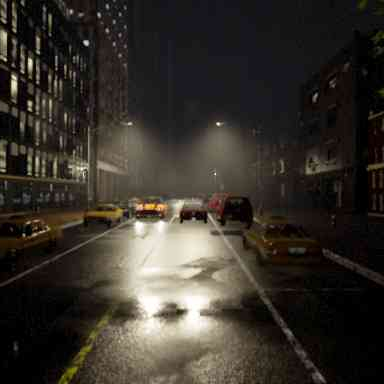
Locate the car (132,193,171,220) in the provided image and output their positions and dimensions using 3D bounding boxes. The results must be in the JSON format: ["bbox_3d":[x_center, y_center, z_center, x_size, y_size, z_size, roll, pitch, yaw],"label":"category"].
[{"bbox_3d":[-3.088,1.168,26.074,2.097,1.767,4.553,0,0,0],"label":"car"}]

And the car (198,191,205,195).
[{"bbox_3d":[2.746,0.639,88.342,2.192,1.841,5.009,1,0,0],"label":"car"}]

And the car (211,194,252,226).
[{"bbox_3d":[2.715,1.163,21.792,2.192,1.841,5.009,1,0,0],"label":"car"}]

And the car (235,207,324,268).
[{"bbox_3d":[2.707,1.450,10.872,1.752,1.417,4.829,1,0,0],"label":"car"}]

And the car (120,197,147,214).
[{"bbox_3d":[-5.664,1.294,32.718,1.752,1.417,4.829,1,0,0],"label":"car"}]

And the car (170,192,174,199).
[{"bbox_3d":[-5.646,1.027,71.707,1.947,1.339,4.313,1,0,0],"label":"car"}]

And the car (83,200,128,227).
[{"bbox_3d":[-5.669,1.374,21.625,1.752,1.417,4.829,1,0,0],"label":"car"}]

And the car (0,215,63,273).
[{"bbox_3d":[-5.674,1.453,10.533,1.752,1.417,4.829,1,0,0],"label":"car"}]

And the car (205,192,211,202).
[{"bbox_3d":[2.720,1.082,32.885,2.192,1.841,5.009,1,0,0],"label":"car"}]

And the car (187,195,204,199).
[{"bbox_3d":[0.105,1.315,39.904,1.895,1.301,4.718,0,0,0],"label":"car"}]

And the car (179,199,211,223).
[{"bbox_3d":[0.103,1.435,23.635,1.895,1.301,4.718,0,0,0],"label":"car"}]

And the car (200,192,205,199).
[{"bbox_3d":[2.727,1.162,55.069,1.947,1.339,4.313,1,0,0],"label":"car"}]

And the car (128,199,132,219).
[{"bbox_3d":[-5.667,1.373,27.343,1.947,1.339,4.313,1,0,0],"label":"car"}]

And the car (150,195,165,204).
[{"bbox_3d":[-5.653,1.162,55.070,1.947,1.339,4.313,1,0,0],"label":"car"}]
